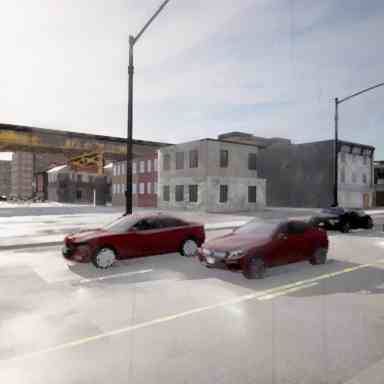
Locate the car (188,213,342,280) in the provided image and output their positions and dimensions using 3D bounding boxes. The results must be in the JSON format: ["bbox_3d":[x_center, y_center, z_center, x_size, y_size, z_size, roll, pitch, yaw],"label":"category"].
[{"bbox_3d":[2.362,1.536,10.140,4.674,1.442,1.812,0,0,-37],"label":"car"}]

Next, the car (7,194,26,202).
[{"bbox_3d":[-39.598,1.737,77.013,4.974,1.542,2.038,0,-1,24],"label":"car"}]

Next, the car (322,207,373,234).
[{"bbox_3d":[8.566,1.545,19.095,4.181,1.385,1.994,0,0,-37],"label":"car"}]

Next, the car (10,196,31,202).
[{"bbox_3d":[-39.644,1.579,77.035,4.536,1.218,1.853,0,-1,24],"label":"car"}]

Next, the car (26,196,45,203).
[{"bbox_3d":[-35.870,1.779,77.158,2.038,1.542,4.974,1,0,-6],"label":"car"}]

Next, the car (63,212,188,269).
[{"bbox_3d":[-1.786,1.491,11.416,5.008,1.535,1.882,0,0,-37],"label":"car"}]

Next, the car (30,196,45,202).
[{"bbox_3d":[-35.875,1.621,77.211,1.853,1.218,4.536,1,0,-6],"label":"car"}]
